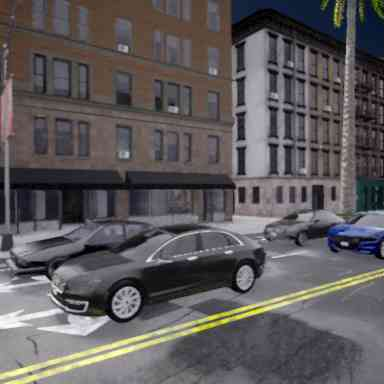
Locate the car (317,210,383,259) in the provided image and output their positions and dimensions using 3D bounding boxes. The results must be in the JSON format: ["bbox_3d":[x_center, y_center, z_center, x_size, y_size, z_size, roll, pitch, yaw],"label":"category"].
[{"bbox_3d":[7.258,1.507,12.845,5.008,1.535,1.882,0,0,-35],"label":"car"}]

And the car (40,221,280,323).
[{"bbox_3d":[-0.457,1.519,7.322,4.892,1.490,1.837,0,0,-36],"label":"car"}]

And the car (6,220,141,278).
[{"bbox_3d":[-2.433,1.565,9.949,5.357,1.411,2.033,0,0,-35],"label":"car"}]

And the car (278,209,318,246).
[{"bbox_3d":[5.381,1.559,15.496,4.674,1.442,1.812,0,0,-35],"label":"car"}]
